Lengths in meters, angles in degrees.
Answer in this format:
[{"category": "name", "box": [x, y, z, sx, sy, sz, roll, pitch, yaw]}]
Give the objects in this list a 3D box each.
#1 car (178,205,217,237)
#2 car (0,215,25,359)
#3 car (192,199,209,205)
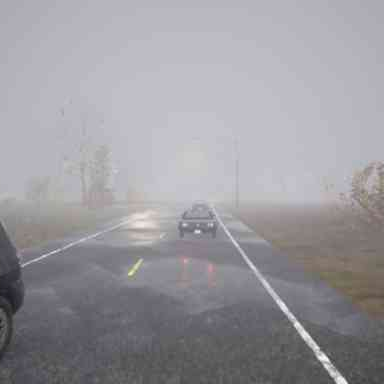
[{"category": "car", "box": [0.322, 1.600, 18.116, 1.895, 1.301, 4.718, 0, 0, 1]}, {"category": "car", "box": [-3.579, 1.220, 2.710, 2.150, 2.045, 5.566, 0, 0, 0]}, {"category": "car", "box": [0.898, 1.524, 35.805, 1.812, 1.442, 4.674, 0, 0, 2]}]
